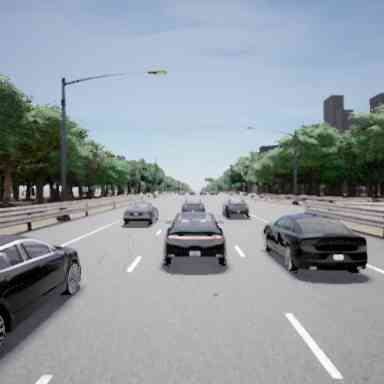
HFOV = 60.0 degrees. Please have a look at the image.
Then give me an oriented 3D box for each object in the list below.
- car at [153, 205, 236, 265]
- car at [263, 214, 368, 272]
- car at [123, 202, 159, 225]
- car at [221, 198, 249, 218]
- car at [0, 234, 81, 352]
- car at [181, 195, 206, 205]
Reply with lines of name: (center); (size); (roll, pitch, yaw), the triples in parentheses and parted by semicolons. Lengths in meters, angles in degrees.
car: (0.089, 1.429, 11.410); (2.128, 1.511, 4.902); (0, 1, 0)
car: (3.588, 1.419, 10.598); (1.882, 1.535, 5.008); (0, 1, 0)
car: (-3.410, 1.393, 22.793); (2.033, 1.411, 5.357); (0, 1, 0)
car: (3.595, 1.284, 27.960); (2.128, 1.511, 4.902); (0, 1, 0)
car: (-3.432, 1.463, 5.625); (2.128, 1.511, 4.902); (0, 0, 0)
car: (0.095, 1.284, 27.973); (2.128, 1.511, 4.902); (0, 1, 0)
